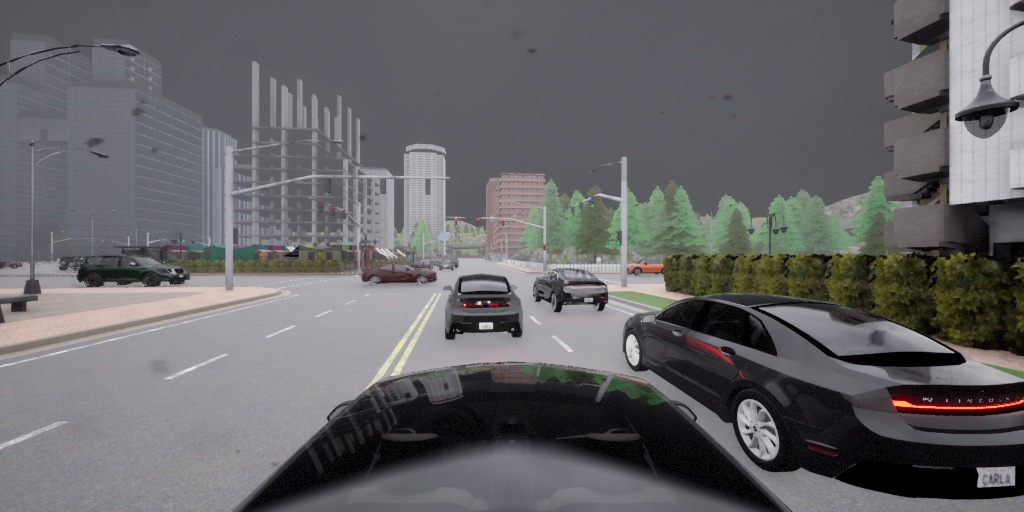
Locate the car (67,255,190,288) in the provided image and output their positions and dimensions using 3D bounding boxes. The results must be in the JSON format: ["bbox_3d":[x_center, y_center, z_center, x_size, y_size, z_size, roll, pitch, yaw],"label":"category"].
[{"bbox_3d":[-24.531,0.972,23.355,5.566,2.045,2.150,0,0,-5],"label":"car"}]

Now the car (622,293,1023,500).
[{"bbox_3d":[3.110,1.255,4.857,1.837,1.490,4.892,0,0,-4],"label":"car"}]

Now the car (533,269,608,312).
[{"bbox_3d":[2.132,1.242,14.218,2.128,1.511,4.902,0,0,-9],"label":"car"}]

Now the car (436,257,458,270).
[{"bbox_3d":[-9.090,1.241,50.069,2.128,1.511,4.902,0,0,-7],"label":"car"}]

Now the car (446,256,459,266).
[{"bbox_3d":[-10.191,0.971,59.869,2.150,2.045,5.566,0,0,-6],"label":"car"}]

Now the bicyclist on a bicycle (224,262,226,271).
[{"bbox_3d":[-29.539,1.011,37.401,0.582,1.620,1.656,0,5,-5],"label":"bicyclist on a bicycle"}]

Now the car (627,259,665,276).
[{"bbox_3d":[14.035,1.102,37.519,4.553,1.767,2.097,0,0,-5],"label":"car"}]

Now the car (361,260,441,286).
[{"bbox_3d":[-7.762,1.227,24.845,5.008,1.535,1.882,0,0,-5],"label":"car"}]

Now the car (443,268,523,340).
[{"bbox_3d":[-0.863,1.255,10.100,1.837,1.490,4.892,0,0,-7],"label":"car"}]
